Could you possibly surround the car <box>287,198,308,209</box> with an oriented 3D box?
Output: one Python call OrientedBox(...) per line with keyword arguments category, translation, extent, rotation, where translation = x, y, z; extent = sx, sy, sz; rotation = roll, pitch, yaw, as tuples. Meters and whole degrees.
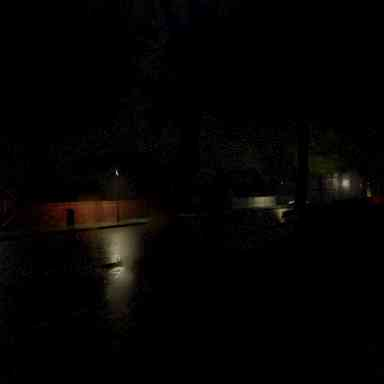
OrientedBox(category="car", translation=(14.797, 1.533, 46.167), extent=(1.812, 1.442, 4.674), rotation=(0, 0, 35))
